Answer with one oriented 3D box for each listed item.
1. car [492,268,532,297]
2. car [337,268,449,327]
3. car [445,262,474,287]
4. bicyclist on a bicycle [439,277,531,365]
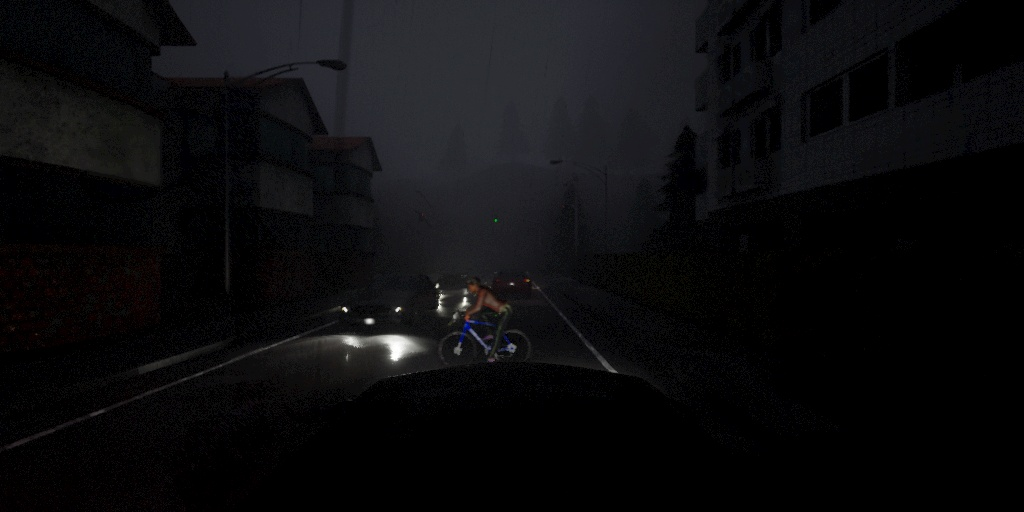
[{"bbox_3d":[-0.024,1.293,18.954,1.994,1.385,4.181,0,0,0],"label":"car"},{"bbox_3d":[-3.655,1.286,11.832,2.033,1.411,5.357,0,0,0],"label":"car"},{"bbox_3d":[-3.663,1.200,24.271,1.882,1.535,5.008,0,0,0],"label":"car"},{"bbox_3d":[-0.494,1.195,6.351,1.656,1.620,0.582,-2,0,0],"label":"bicyclist on a bicycle"}]
